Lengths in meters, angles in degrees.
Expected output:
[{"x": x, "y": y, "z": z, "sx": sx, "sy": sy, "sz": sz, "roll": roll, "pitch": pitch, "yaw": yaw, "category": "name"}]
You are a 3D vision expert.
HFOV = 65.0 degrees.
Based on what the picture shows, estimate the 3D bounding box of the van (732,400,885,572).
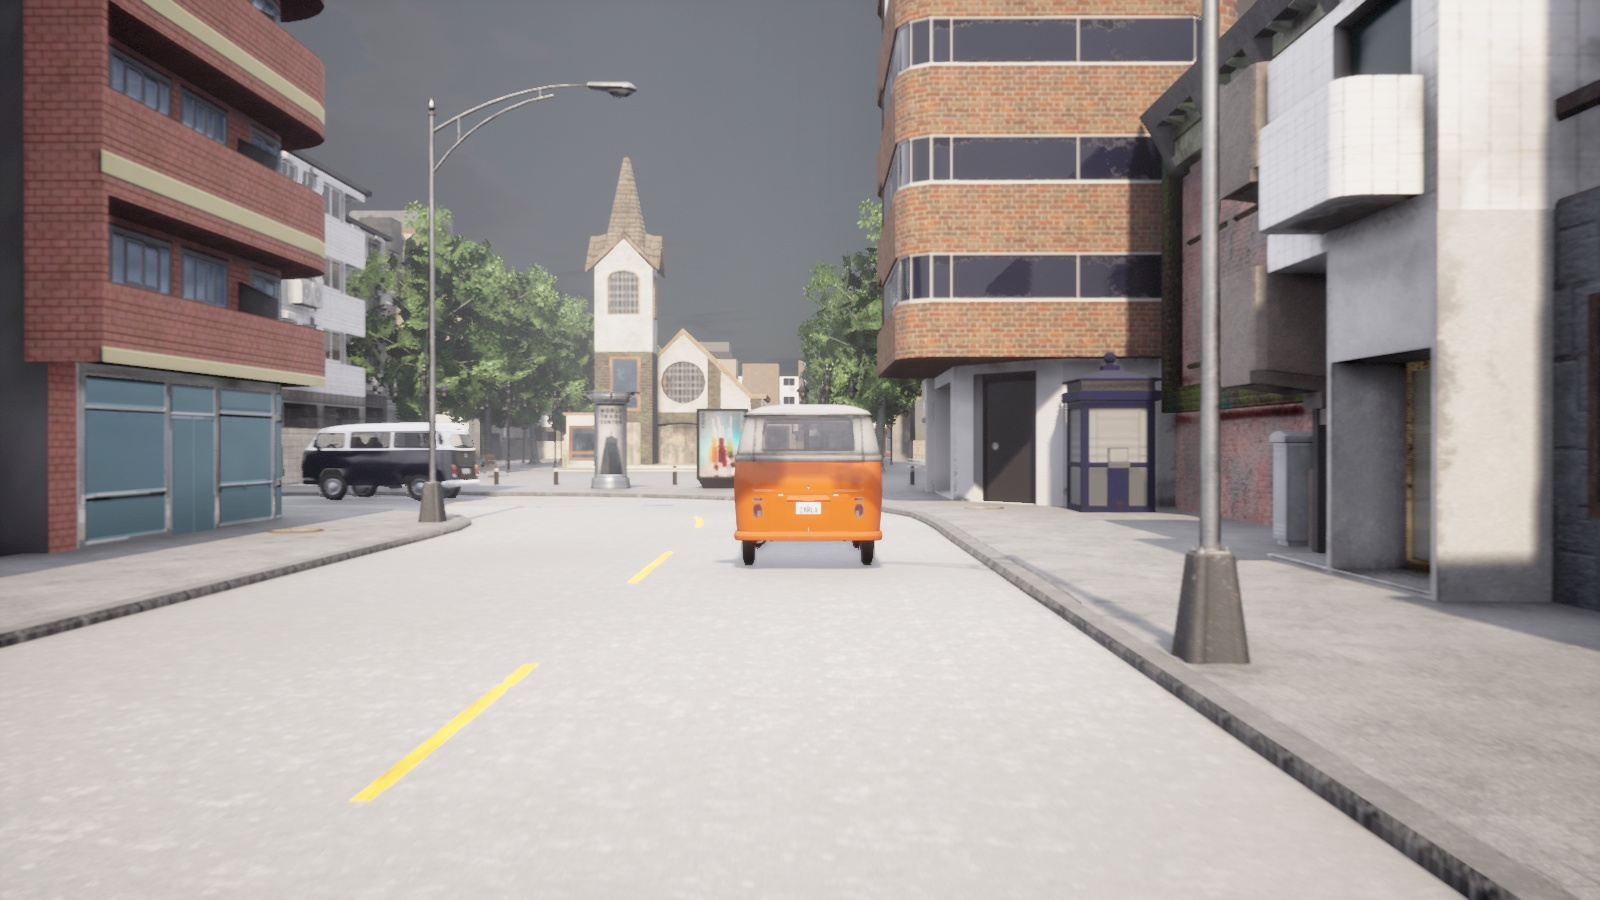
[{"x": 0.096, "y": 0.405, "z": 16.758, "sx": 1.775, "sy": 1.987, "sz": 4.442, "roll": 0, "pitch": 0, "yaw": 0, "category": "van"}]

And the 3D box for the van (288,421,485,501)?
[{"x": -10.887, "y": 0.275, "z": 33.196, "sx": 4.480, "sy": 2.038, "sz": 2.069, "roll": 0, "pitch": 0, "yaw": 11, "category": "van"}]
